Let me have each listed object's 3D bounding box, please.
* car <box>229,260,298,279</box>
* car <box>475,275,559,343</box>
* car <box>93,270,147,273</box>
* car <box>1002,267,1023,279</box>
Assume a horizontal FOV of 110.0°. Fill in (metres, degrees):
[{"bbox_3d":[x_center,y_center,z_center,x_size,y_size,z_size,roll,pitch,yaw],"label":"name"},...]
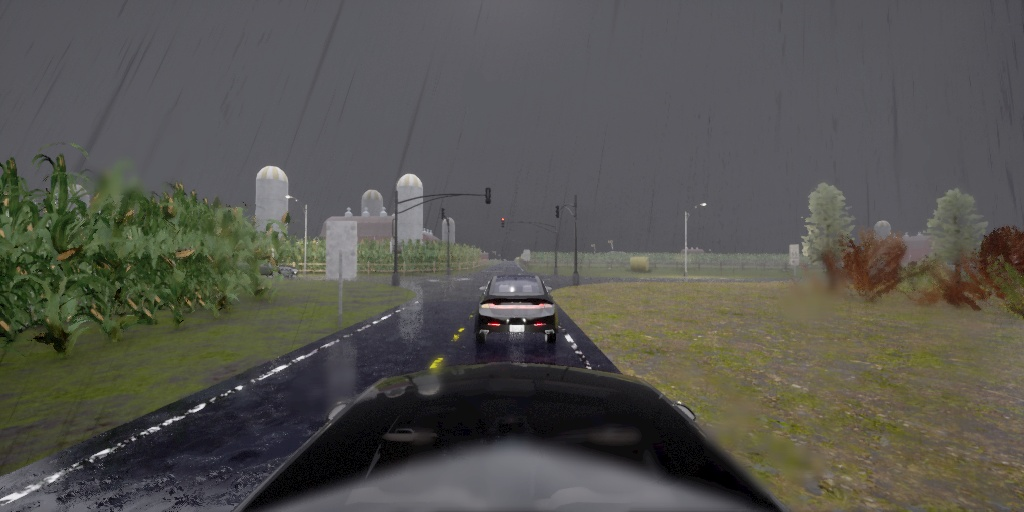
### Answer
[{"bbox_3d":[-19.934,1.059,28.805,4.902,1.511,2.128,0,-1,-4],"label":"car"},{"bbox_3d":[0.103,1.245,9.645,2.128,1.511,4.902,0,0,0],"label":"car"},{"bbox_3d":[-29.754,1.035,28.261,5.357,1.411,2.033,0,-1,-3],"label":"car"},{"bbox_3d":[48.674,1.719,33.485,4.674,1.442,1.812,1,-1,-5],"label":"car"}]
